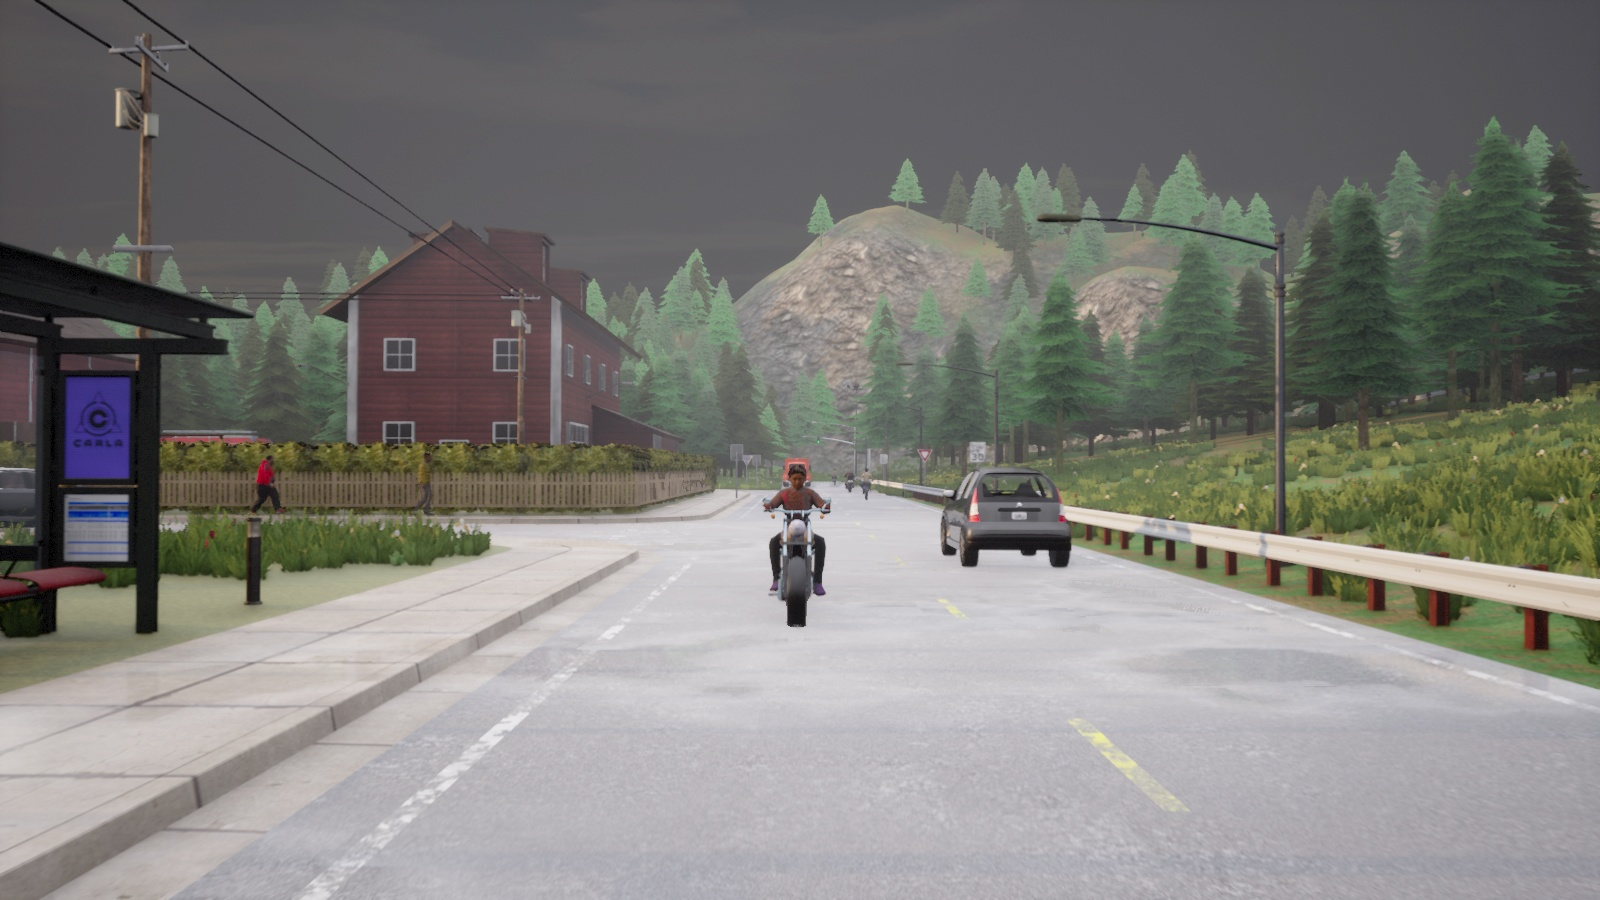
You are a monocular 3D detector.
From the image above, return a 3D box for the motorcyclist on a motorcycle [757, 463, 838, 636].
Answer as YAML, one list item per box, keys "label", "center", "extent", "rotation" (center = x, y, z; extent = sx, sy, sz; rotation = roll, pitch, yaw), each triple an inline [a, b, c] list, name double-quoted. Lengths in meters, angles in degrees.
- label: "motorcyclist on a motorcycle"
  center: [-0.021, 0.963, 13.181]
  extent: [0.766, 1.649, 2.350]
  rotation: [0, -1, 0]

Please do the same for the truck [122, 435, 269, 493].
- label: "truck"
  center: [-40.545, 0.951, 84.429]
  extent: [8.468, 3.827, 2.891]
  rotation: [0, -1, 0]

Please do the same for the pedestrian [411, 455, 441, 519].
- label: "pedestrian"
  center: [-10.689, 1.055, 35.893]
  extent: [0.709, 1.840, 0.431]
  rotation: [0, -1, 5]

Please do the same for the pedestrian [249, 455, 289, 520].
- label: "pedestrian"
  center: [-15.222, 1.075, 36.020]
  extent: [0.899, 1.844, 0.634]
  rotation: [0, -1, -6]

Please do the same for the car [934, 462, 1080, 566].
- label: "car"
  center: [3.449, 1.025, 21.643]
  extent: [1.851, 1.617, 3.988]
  rotation: [0, -1, 0]
